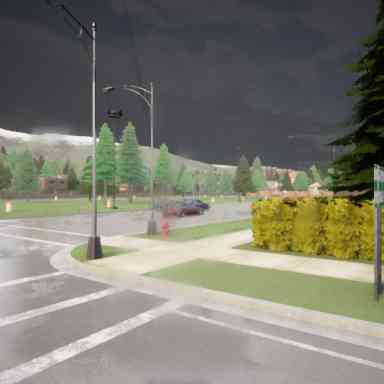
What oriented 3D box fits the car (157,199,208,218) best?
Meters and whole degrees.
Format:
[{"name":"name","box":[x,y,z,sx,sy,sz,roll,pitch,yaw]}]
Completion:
[{"name":"car","box":[-0.768,1.564,30.116,1.994,1.385,4.181,0,0,36]}]

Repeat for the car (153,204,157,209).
[{"name":"car","box":[-2.395,1.601,39.803,1.895,1.301,4.718,0,0,36]}]

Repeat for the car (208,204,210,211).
[{"name":"car","box":[0.258,1.525,37.498,1.812,1.442,4.674,0,0,36]}]

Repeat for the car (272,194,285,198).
[{"name":"car","box":[17.716,1.353,67.566,2.097,1.767,4.553,0,0,36]}]
